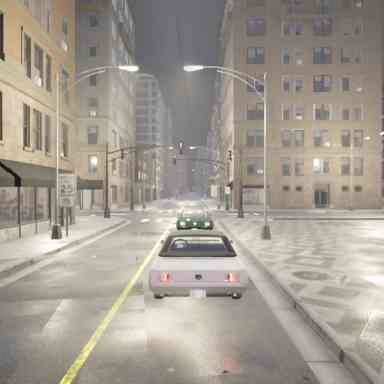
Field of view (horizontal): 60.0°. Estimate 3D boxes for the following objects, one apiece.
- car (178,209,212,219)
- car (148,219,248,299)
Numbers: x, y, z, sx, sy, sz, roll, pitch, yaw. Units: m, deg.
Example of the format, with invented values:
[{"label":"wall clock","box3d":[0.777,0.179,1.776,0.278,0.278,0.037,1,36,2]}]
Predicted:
[{"label":"car","box3d":[0.146,1.600,18.625,1.895,1.301,4.718,0,0,0]},{"label":"car","box3d":[0.121,1.601,8.390,1.895,1.301,4.718,0,0,0]}]
